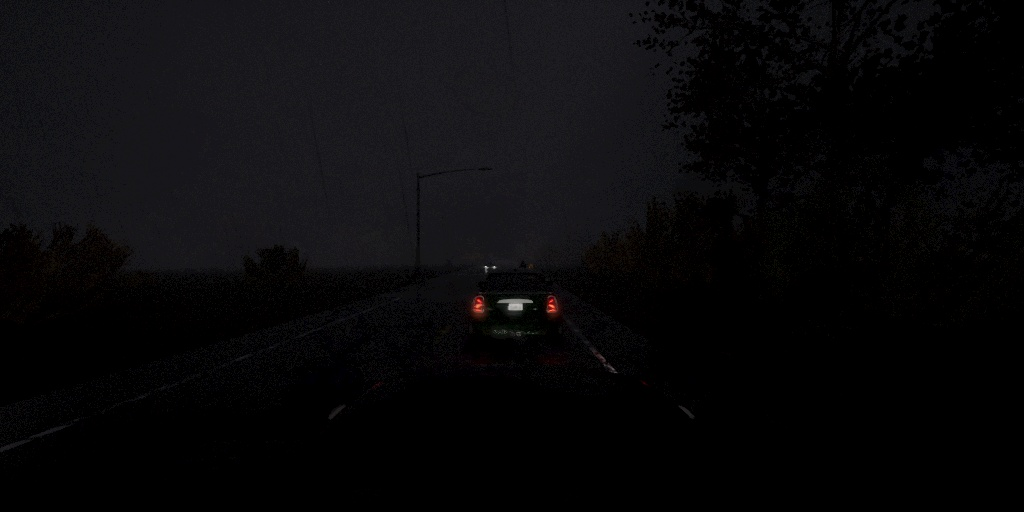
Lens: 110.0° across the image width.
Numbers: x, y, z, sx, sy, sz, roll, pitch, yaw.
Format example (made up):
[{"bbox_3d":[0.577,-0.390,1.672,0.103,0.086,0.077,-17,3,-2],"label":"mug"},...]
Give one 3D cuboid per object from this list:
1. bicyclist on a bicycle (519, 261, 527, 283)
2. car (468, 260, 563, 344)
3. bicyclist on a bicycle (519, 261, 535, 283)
[{"bbox_3d":[0.833,1.193,27.196,0.582,1.620,1.656,0,0,0],"label":"bicyclist on a bicycle"},{"bbox_3d":[0.070,1.099,9.735,2.097,1.767,4.553,0,0,0],"label":"car"},{"bbox_3d":[0.899,1.181,17.079,0.866,1.612,1.509,0,0,0],"label":"bicyclist on a bicycle"}]
